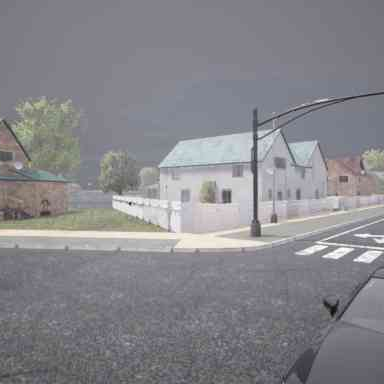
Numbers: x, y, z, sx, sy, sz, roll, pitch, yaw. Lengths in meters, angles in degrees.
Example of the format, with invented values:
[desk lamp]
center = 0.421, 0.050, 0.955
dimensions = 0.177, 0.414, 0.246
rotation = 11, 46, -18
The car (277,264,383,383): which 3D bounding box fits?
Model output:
[car]
center = 2.531, 1.524, 3.416
dimensions = 1.812, 1.442, 4.674
rotation = 0, 0, 42
